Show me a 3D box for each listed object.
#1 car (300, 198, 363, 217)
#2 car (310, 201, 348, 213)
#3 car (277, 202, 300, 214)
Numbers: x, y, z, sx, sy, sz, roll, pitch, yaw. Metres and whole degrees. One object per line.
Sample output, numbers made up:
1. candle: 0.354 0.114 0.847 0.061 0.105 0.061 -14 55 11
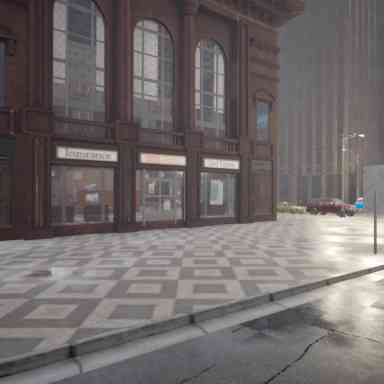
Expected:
1. car: 13.986 1.523 33.620 2.192 1.841 5.009 0 0 -35
2. car: 17.704 1.899 43.138 1.802 1.307 4.206 -1 0 -35
3. car: 10.842 1.800 38.074 1.752 1.417 4.829 0 0 -35
